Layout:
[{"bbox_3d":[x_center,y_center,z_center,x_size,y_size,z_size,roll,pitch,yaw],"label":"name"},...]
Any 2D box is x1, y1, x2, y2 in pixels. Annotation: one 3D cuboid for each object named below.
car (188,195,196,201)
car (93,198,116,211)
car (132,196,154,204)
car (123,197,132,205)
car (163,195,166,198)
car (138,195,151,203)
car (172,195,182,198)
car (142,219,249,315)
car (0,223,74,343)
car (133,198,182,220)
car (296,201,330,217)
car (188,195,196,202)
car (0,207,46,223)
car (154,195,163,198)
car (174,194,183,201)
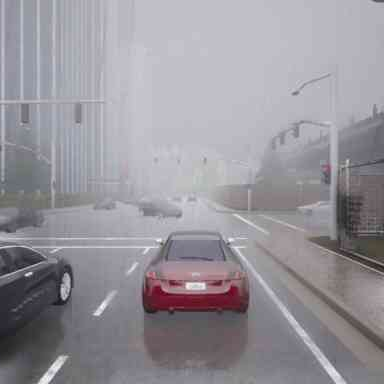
[{"bbox_3d":[0.022,1.478,85.191,1.882,1.535,5.008,0,0,0],"label":"car"},{"bbox_3d":[-10.590,1.504,40.594,1.837,1.490,4.892,0,0,0],"label":"car"},{"bbox_3d":[-7.067,1.526,48.064,1.812,1.442,4.674,0,0,0],"label":"car"},{"bbox_3d":[-10.564,1.547,57.742,2.033,1.411,5.357,0,0,0],"label":"car"},{"bbox_3d":[-6.981,1.487,76.104,2.128,1.511,4.902,0,0,0],"label":"car"},{"bbox_3d":[-10.481,1.524,73.042,2.128,1.511,4.902,0,0,0],"label":"car"},{"bbox_3d":[-3.481,1.495,74.239,1.837,1.490,4.892,0,0,0],"label":"car"},{"bbox_3d":[0.074,1.564,7.647,1.994,1.385,4.181,0,0,0],"label":"car"},{"bbox_3d":[-3.440,1.505,5.192,1.837,1.490,4.892,0,0,0],"label":"car"},{"bbox_3d":[-2.834,1.533,28.709,1.837,1.490,4.892,-3,2,-40],"label":"car"},{"bbox_3d":[12.375,1.581,31.745,4.674,1.442,1.812,0,0,-3],"label":"car"},{"bbox_3d":[0.027,1.478,74.784,1.882,1.535,5.008,0,0,0],"label":"car"},{"bbox_3d":[-10.596,1.574,19.699,2.033,1.411,5.357,0,0,0],"label":"car"},{"bbox_3d":[-7.050,1.600,60.998,1.895,1.301,4.718,0,0,0],"label":"car"},{"bbox_3d":[-3.478,1.386,84.663,2.128,1.511,4.902,0,0,0],"label":"car"}]
